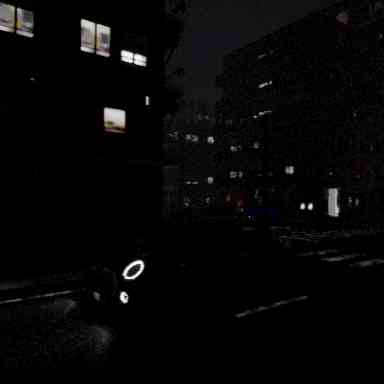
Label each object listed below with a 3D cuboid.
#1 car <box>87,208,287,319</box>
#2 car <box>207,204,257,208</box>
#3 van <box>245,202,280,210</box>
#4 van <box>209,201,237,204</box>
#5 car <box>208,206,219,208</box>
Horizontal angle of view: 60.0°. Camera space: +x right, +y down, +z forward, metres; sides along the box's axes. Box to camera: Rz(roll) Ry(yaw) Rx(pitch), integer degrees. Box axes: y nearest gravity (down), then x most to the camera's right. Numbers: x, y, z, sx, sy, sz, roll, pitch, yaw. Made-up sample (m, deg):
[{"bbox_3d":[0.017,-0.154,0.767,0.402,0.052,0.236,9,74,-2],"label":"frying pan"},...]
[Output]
[{"bbox_3d":[0.041,1.392,7.588,4.553,1.767,2.097,1,0,-36],"label":"car"},{"bbox_3d":[2.817,1.985,27.794,1.812,1.442,4.674,1,-1,-37],"label":"car"},{"bbox_3d":[6.669,1.858,32.273,1.690,1.788,3.998,0,0,-36],"label":"van"},{"bbox_3d":[3.349,1.931,36.785,1.690,1.788,3.998,0,0,-36],"label":"van"},{"bbox_3d":[-0.068,2.041,27.348,1.802,1.307,4.206,0,0,-36],"label":"car"}]
